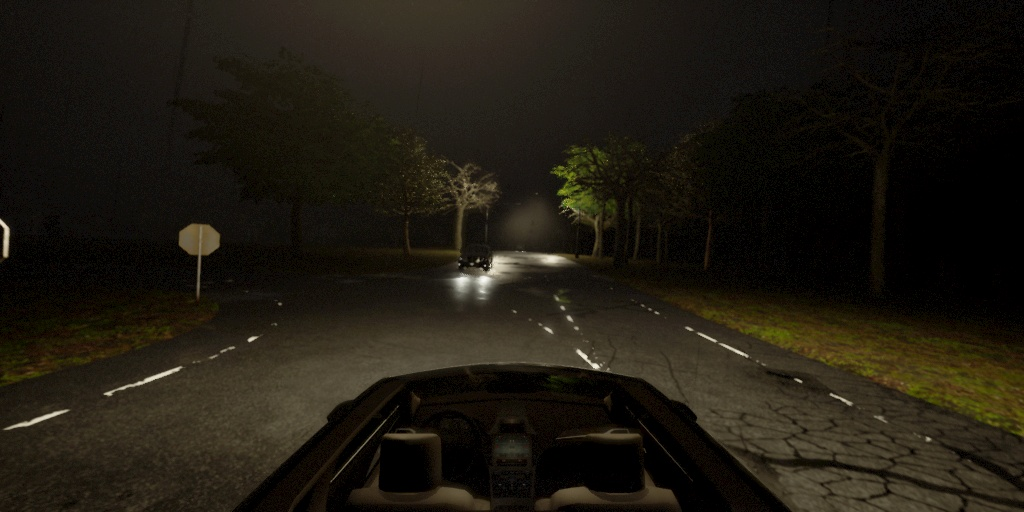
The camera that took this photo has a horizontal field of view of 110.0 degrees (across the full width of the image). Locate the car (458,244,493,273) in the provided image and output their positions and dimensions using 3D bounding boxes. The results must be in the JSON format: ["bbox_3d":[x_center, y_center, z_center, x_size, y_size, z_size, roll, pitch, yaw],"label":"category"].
[{"bbox_3d":[-2.705,0.097,28.016,2.150,2.045,5.566,3,3,2],"label":"car"}]
